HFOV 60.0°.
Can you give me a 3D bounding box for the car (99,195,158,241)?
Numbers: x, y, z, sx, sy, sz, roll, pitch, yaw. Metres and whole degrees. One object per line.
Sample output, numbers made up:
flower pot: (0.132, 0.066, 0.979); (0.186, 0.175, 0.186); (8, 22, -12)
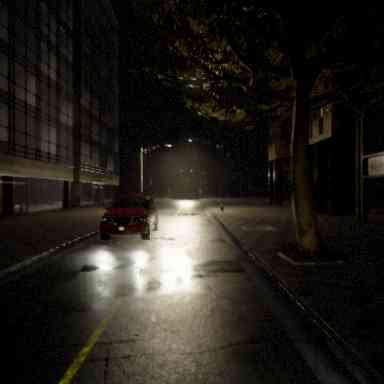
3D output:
car: (-3.002, 1.195, 16.926); (2.150, 2.045, 5.566); (0, 0, 0)
